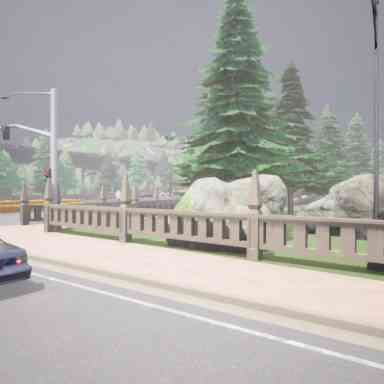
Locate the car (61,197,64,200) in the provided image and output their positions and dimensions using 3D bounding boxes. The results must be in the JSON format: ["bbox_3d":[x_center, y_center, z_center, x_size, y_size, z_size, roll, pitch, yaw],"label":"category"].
[{"bbox_3d":[-20.810,1.488,53.517,2.128,1.511,4.902,0,0,36],"label":"car"}]

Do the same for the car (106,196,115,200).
[{"bbox_3d":[-15.134,1.442,55.440,1.882,1.535,5.008,0,1,36],"label":"car"}]

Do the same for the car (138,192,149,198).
[{"bbox_3d":[-9.767,0.840,68.854,1.882,1.535,5.008,0,4,35],"label":"car"}]

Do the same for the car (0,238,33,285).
[{"bbox_3d":[-6.146,1.547,8.340,5.357,1.411,2.033,0,0,36],"label":"car"}]

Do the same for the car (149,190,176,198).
[{"bbox_3d":[-5.629,0.149,68.629,2.150,2.045,5.566,0,4,35],"label":"car"}]

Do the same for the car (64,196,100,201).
[{"bbox_3d":[-15.715,1.599,48.620,1.895,1.301,4.718,0,0,36],"label":"car"}]
